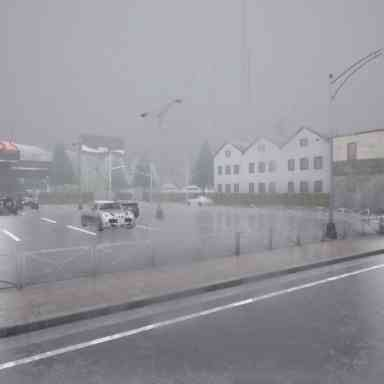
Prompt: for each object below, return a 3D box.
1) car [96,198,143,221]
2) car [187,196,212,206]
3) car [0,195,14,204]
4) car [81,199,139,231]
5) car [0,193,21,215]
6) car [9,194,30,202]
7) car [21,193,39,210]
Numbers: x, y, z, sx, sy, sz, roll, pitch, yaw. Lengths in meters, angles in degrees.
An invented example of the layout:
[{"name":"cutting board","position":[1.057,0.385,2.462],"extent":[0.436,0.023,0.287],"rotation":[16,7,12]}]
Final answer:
[{"name":"car","position":[-5.800,1.313,26.193],"extent":[2.007,1.523,4.514],"rotation":[0,0,-36]},{"name":"car","position":[1.137,1.349,49.282],"extent":[1.812,1.442,4.674],"rotation":[0,0,-35]},{"name":"car","position":[-38.474,1.495,66.610],"extent":[4.611,1.667,2.242],"rotation":[0,0,-36]},{"name":"car","position":[-4.685,1.248,18.327],"extent":[1.970,1.475,3.806],"rotation":[0,0,-36]},{"name":"car","position":[-17.266,1.113,30.307],"extent":[1.932,1.855,4.605],"rotation":[0,0,-36]},{"name":"car","position":[-38.233,1.328,73.739],"extent":[3.866,1.878,1.905],"rotation":[0,0,-36]},{"name":"car","position":[-19.163,1.092,38.620],"extent":[1.905,1.878,3.866],"rotation":[0,0,-36]}]
